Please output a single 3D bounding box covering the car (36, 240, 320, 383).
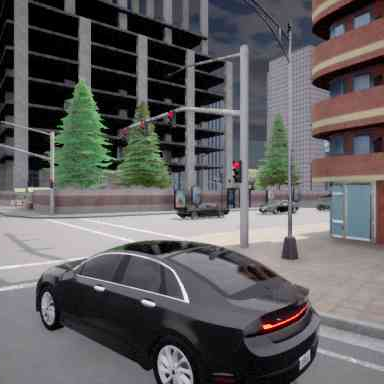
[{"bbox_3d":[-0.634,1.505,5.094,4.892,1.490,1.837,0,0,41],"label":"car"}]

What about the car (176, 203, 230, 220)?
[{"bbox_3d":[0.964,1.656,29.152,4.718,1.301,1.895,0,0,-35],"label":"car"}]

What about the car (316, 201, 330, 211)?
[{"bbox_3d":[17.321,1.408,40.768,4.553,1.767,2.097,0,0,-35],"label":"car"}]

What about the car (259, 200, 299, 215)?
[{"bbox_3d":[9.176,1.547,34.999,4.902,1.511,2.128,0,0,-35],"label":"car"}]
